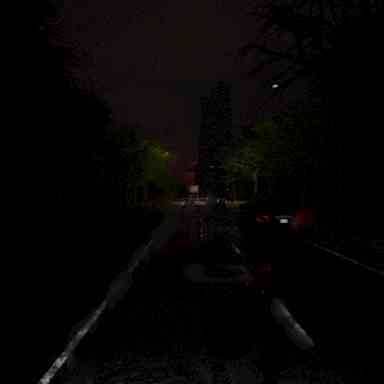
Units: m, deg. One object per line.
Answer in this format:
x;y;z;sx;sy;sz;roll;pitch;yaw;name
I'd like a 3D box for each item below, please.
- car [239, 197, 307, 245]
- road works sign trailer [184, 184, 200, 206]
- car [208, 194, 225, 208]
3.593;1.225;15.679;2.150;2.045;5.566;0;0;0;car
-0.024;0.520;55.679;2.380;3.560;2.880;0;0;0;road works sign trailer
3.579;1.264;48.608;2.150;2.045;5.566;0;0;0;car
